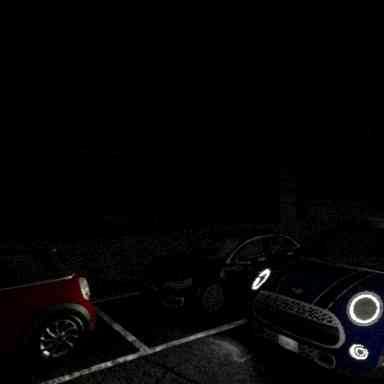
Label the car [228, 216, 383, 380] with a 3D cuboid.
[{"bbox_3d":[3.053,1.327,5.543,4.553,1.767,2.097,0,0,-35],"label":"car"}]

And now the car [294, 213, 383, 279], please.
[{"bbox_3d":[5.443,1.499,10.517,4.507,1.381,1.887,0,0,-35],"label":"car"}]

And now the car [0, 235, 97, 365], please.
[{"bbox_3d":[-3.451,1.442,4.190,4.097,1.590,1.967,0,0,-35],"label":"car"}]

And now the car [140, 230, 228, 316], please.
[{"bbox_3d":[0.996,1.529,7.354,4.403,1.369,2.008,0,0,-35],"label":"car"}]
